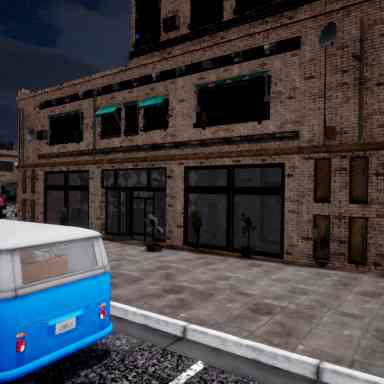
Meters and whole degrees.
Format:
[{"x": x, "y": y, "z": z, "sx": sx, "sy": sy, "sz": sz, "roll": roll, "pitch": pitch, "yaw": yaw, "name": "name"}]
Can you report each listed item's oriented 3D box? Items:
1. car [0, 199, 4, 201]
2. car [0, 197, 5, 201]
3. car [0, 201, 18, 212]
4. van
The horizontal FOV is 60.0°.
[{"x": -21.783, "y": 1.684, "z": 33.348, "sx": 1.994, "sy": 1.385, "sz": 4.181, "roll": 1, "pitch": 0, "yaw": 36, "name": "car"}, {"x": -22.873, "y": 1.411, "z": 36.230, "sx": 2.192, "sy": 1.841, "sz": 5.009, "roll": 0, "pitch": 0, "yaw": 36, "name": "car"}, {"x": -16.121, "y": 1.793, "z": 31.270, "sx": 1.947, "sy": 1.339, "sz": 4.313, "roll": 0, "pitch": 0, "yaw": 36, "name": "car"}, {"x": -2.995, "y": 1.340, "z": 4.998, "sx": 3.998, "sy": 1.788, "sz": 1.690, "roll": 0, "pitch": 1, "yaw": 36, "name": "van"}]
